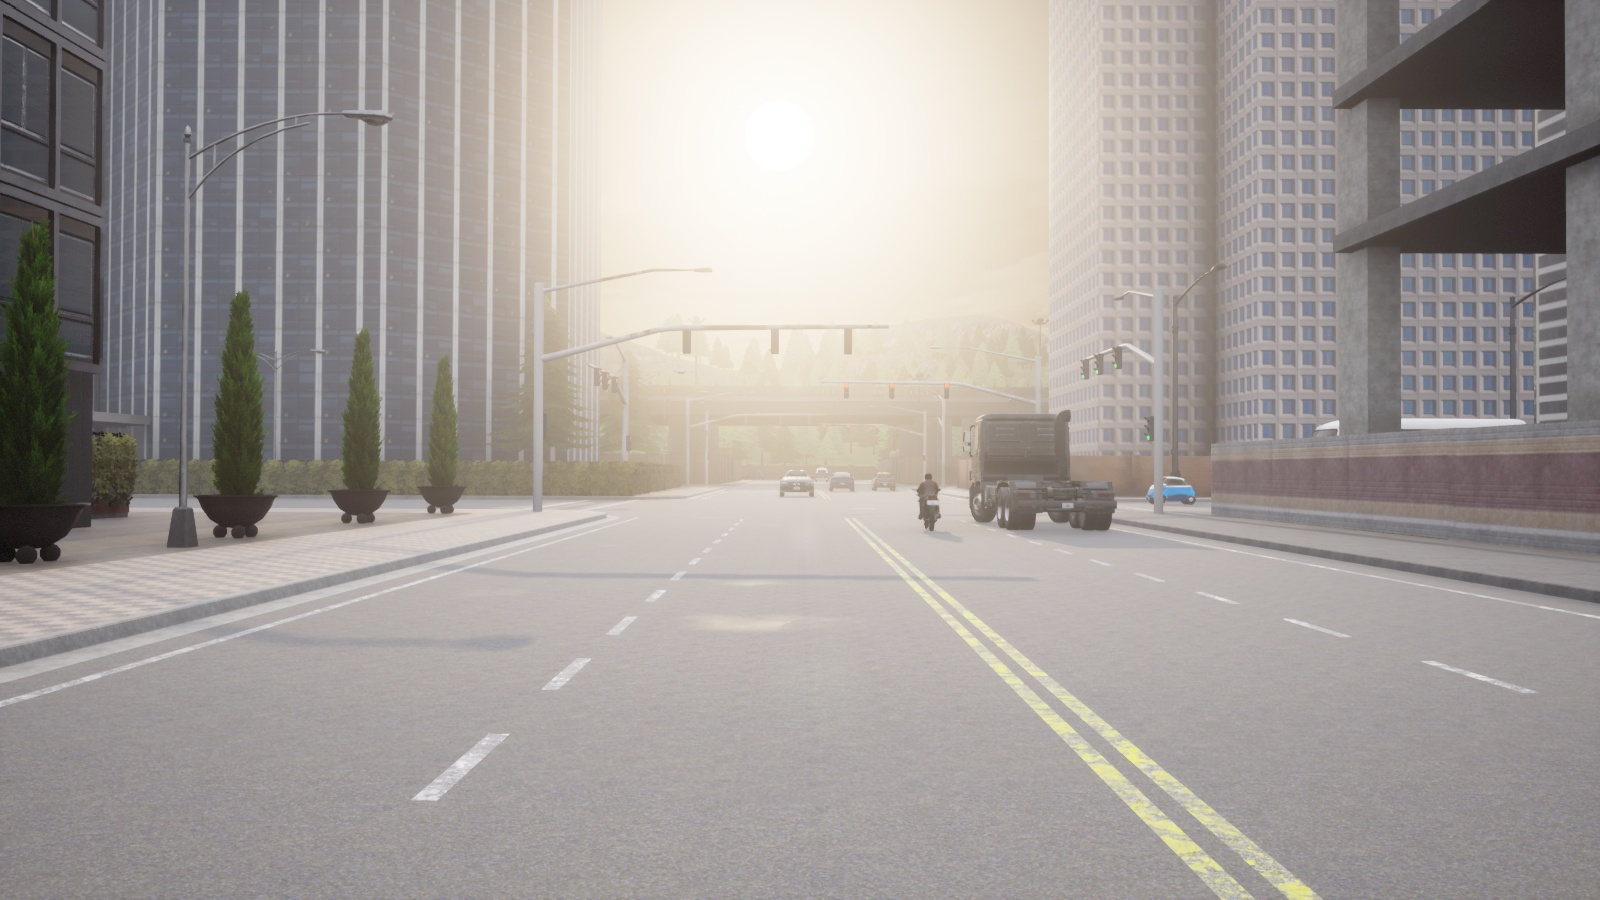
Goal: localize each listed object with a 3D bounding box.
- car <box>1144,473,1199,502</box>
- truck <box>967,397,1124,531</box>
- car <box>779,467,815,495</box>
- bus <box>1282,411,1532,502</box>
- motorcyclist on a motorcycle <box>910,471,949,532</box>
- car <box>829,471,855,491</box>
[{"bbox_3d":[18.165,1.827,61.453,2.207,1.376,1.481,0,-1,0],"label":"car"},{"bbox_3d":[6.892,0.417,36.473,2.891,3.462,7.936,0,-1,-1],"label":"truck"},{"bbox_3d":[-0.183,1.909,78.435,2.152,1.651,5.027,0,-1,0],"label":"car"},{"bbox_3d":[29.482,0.350,61.421,10.273,4.253,3.944,0,-1,0],"label":"bus"},{"bbox_3d":[3.422,1.345,33.323,0.797,1.523,2.044,0,1,0],"label":"motorcyclist on a motorcycle"},{"bbox_3d":[3.270,2.427,98.267,1.882,1.535,5.008,0,-1,0],"label":"car"}]
